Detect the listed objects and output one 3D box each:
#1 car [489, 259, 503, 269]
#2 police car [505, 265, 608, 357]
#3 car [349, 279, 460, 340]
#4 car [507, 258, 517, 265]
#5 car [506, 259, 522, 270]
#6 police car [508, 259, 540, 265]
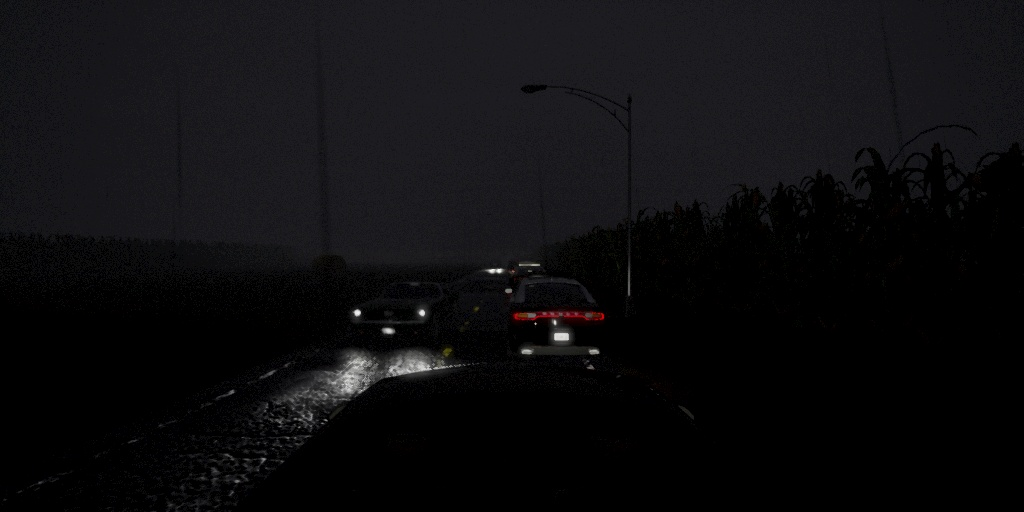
[{"bbox_3d":[-2.514,1.168,55.612,2.128,1.511,4.902,0,0,0],"label":"car"},{"bbox_3d":[0.858,1.173,8.709,1.930,1.638,5.238,0,0,0],"label":"police car"},{"bbox_3d":[-2.713,1.348,10.129,1.895,1.301,4.718,0,0,0],"label":"car"},{"bbox_3d":[0.926,1.084,24.568,2.097,1.767,4.553,0,0,0],"label":"car"},{"bbox_3d":[0.275,1.179,51.222,2.128,1.511,4.902,0,0,1],"label":"car"},{"bbox_3d":[0.901,1.166,18.709,1.930,1.638,5.238,0,0,0],"label":"police car"}]
